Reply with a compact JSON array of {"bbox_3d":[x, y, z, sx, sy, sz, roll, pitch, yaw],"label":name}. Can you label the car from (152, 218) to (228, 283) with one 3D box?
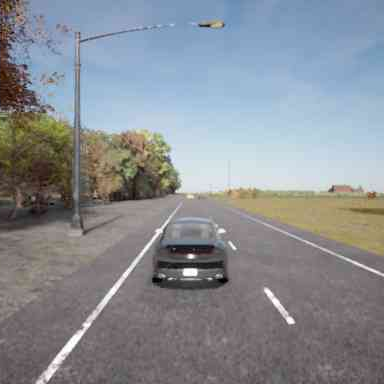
[{"bbox_3d":[-0.047,1.507,9.677,1.837,1.490,4.892,0,0,0],"label":"car"}]
